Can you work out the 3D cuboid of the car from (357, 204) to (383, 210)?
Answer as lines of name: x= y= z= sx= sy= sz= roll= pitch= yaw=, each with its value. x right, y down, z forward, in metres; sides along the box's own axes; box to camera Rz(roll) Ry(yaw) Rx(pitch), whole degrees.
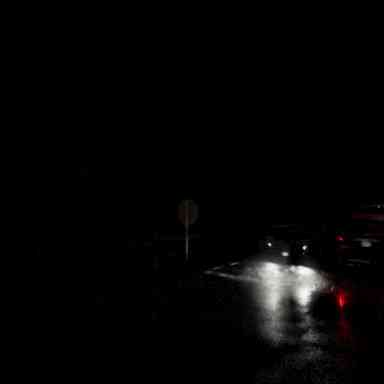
car: x=12.416 y=1.857 z=22.723 sx=2.150 sy=2.045 sz=5.566 roll=-2 pitch=-3 yaw=41

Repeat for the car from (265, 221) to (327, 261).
car: x=5.129 y=1.951 z=14.249 sx=2.033 sy=1.411 sz=5.357 roll=-2 pitch=-2 yaw=40

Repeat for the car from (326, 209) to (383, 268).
car: x=6.737 y=1.663 z=11.819 sx=2.097 sy=1.767 sz=4.553 roll=-2 pitch=-3 yaw=41
